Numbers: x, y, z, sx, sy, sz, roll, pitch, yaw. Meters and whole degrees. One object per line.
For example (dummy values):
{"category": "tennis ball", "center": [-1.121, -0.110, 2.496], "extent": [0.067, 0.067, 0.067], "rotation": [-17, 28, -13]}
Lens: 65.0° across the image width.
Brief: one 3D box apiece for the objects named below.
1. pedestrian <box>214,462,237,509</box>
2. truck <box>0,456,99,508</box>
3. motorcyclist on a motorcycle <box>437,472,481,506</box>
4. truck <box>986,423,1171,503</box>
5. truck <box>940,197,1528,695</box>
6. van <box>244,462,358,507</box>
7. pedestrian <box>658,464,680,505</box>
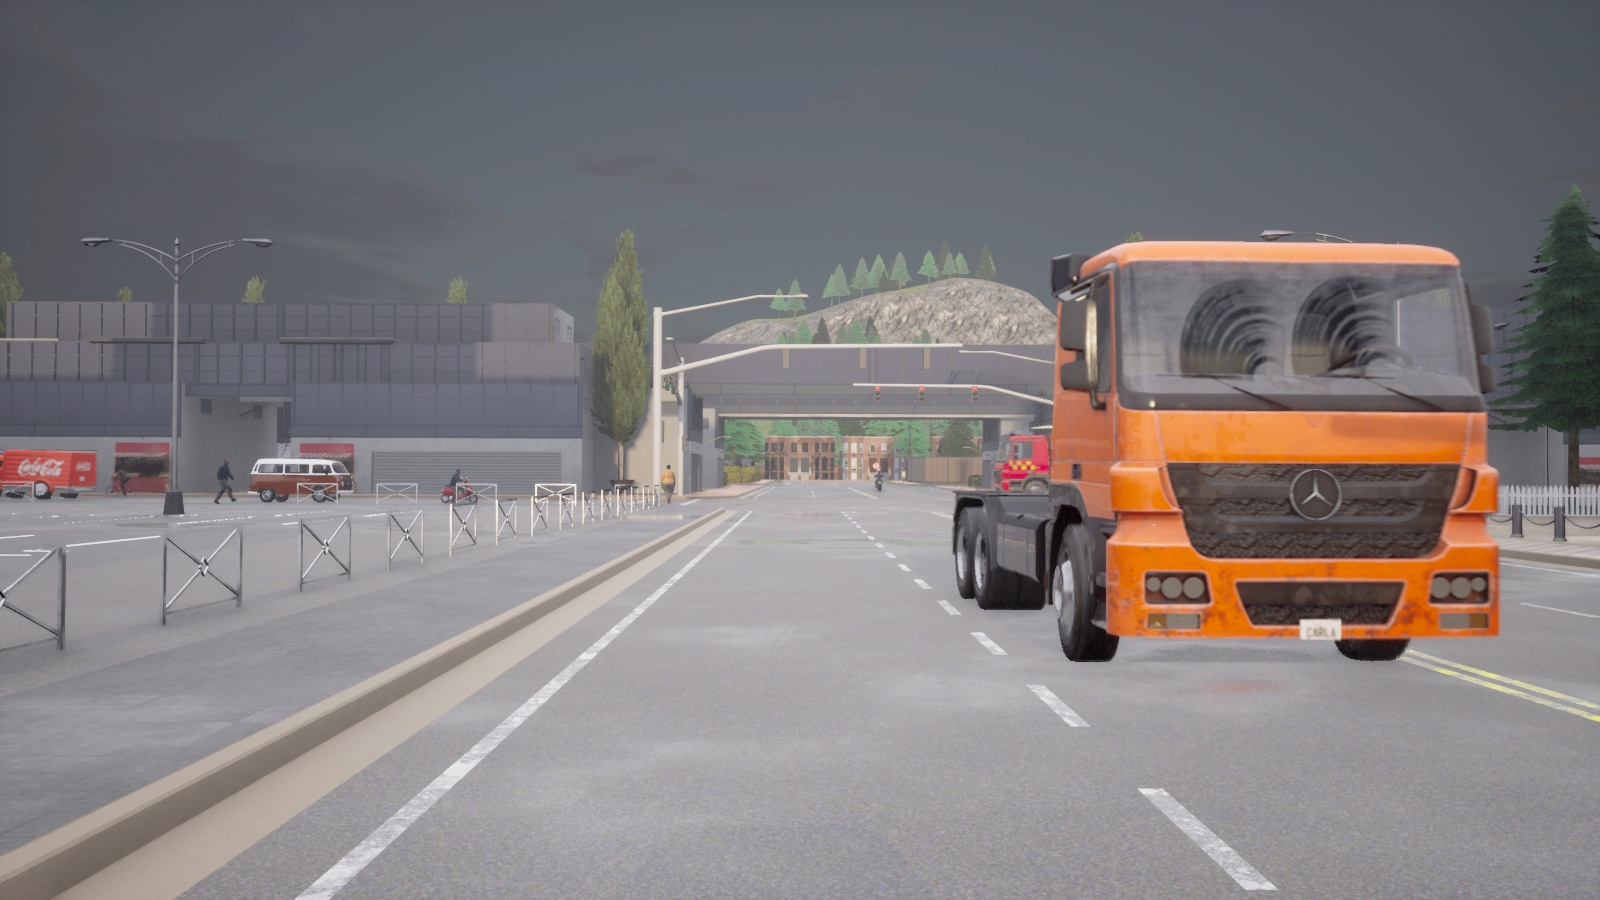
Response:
{"category": "pedestrian", "center": [-22.732, 1.397, 49.713], "extent": [0.726, 1.842, 0.402], "rotation": [0, -1, 5]}
{"category": "truck", "center": [-38.208, 1.547, 62.401], "extent": [5.204, 2.467, 2.627], "rotation": [1, -1, 2]}
{"category": "motorcyclist on a motorcycle", "center": [-15.840, 1.808, 58.317], "extent": [1.817, 1.590, 0.866], "rotation": [0, -1, 1]}
{"category": "truck", "center": [13.614, 0.632, 61.890], "extent": [8.468, 3.827, 2.891], "rotation": [0, -1, 0]}
{"category": "truck", "center": [3.489, 0.032, 12.760], "extent": [2.891, 3.462, 7.936], "rotation": [0, -1, -3]}
{"category": "van", "center": [-23.202, 1.611, 58.494], "extent": [4.480, 2.038, 2.069], "rotation": [0, -1, 1]}
{"category": "pedestrian", "center": [-5.997, 1.588, 57.556], "extent": [0.874, 1.855, 0.900], "rotation": [0, -1, 0]}
